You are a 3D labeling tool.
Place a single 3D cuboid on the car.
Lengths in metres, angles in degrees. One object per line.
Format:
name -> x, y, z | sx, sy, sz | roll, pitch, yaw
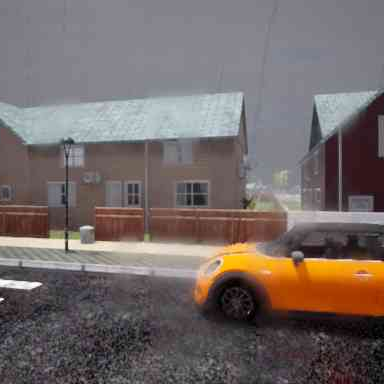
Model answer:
car -> 2.377, 1.367, 6.291 | 4.553, 1.767, 2.097 | 0, 0, 13
